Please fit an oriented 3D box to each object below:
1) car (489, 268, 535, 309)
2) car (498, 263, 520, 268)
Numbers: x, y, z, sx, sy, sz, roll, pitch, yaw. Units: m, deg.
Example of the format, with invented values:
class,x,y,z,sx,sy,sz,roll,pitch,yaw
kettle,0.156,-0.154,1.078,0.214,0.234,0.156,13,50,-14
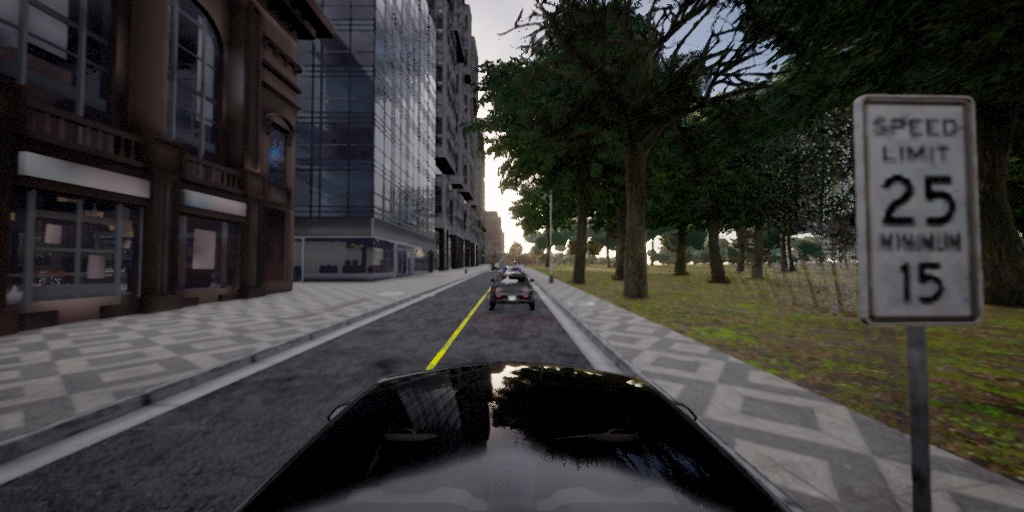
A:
class,x,y,z,sx,sy,sz,roll,pitch,yaw
car,0.019,1.429,15.757,1.812,1.442,4.674,0,0,0
car,0.021,1.557,31.120,1.882,1.535,5.008,0,0,0
